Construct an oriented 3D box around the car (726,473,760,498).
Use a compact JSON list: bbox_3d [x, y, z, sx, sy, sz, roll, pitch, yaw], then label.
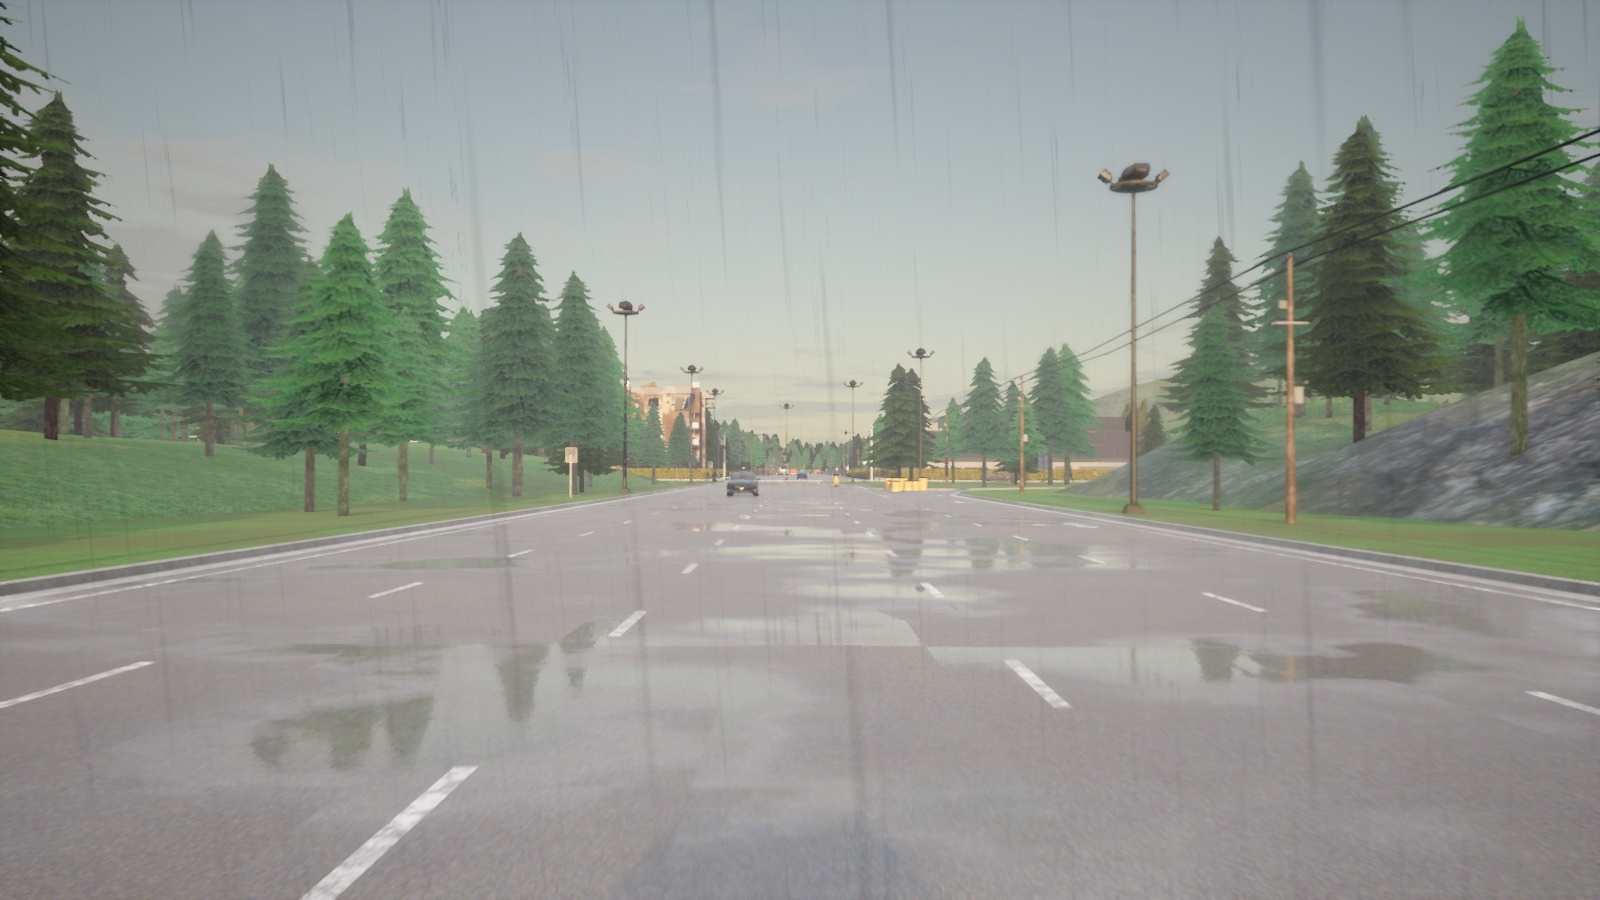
[{"bbox_3d":[-3.487,2.142,77.259,1.837,1.490,4.892,0,-1,0],"label":"car"}]
